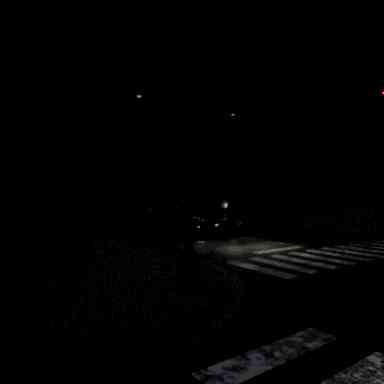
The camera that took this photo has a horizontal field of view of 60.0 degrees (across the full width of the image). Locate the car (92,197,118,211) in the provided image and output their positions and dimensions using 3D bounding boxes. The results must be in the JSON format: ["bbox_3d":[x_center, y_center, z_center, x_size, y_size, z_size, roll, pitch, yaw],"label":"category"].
[{"bbox_3d":[-11.379,1.540,43.410,1.967,1.590,4.097,1,0,-36],"label":"car"}]

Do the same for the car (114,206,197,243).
[{"bbox_3d":[-1.919,1.584,16.359,1.947,1.339,4.313,1,0,-36],"label":"car"}]

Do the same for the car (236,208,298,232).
[{"bbox_3d":[4.611,1.676,21.025,1.947,1.339,4.313,1,0,-36],"label":"car"}]

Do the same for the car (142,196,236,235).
[{"bbox_3d":[-0.383,1.269,18.583,2.150,2.045,5.566,1,-1,-36],"label":"car"}]

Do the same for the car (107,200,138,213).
[{"bbox_3d":[-8.182,1.668,38.933,1.947,1.339,4.313,1,0,-36],"label":"car"}]

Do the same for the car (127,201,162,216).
[{"bbox_3d":[-4.984,1.686,34.456,1.802,1.307,4.206,1,0,-36],"label":"car"}]

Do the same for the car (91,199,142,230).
[{"bbox_3d":[-5.117,1.456,20.836,1.967,1.590,4.097,1,0,-36],"label":"car"}]
